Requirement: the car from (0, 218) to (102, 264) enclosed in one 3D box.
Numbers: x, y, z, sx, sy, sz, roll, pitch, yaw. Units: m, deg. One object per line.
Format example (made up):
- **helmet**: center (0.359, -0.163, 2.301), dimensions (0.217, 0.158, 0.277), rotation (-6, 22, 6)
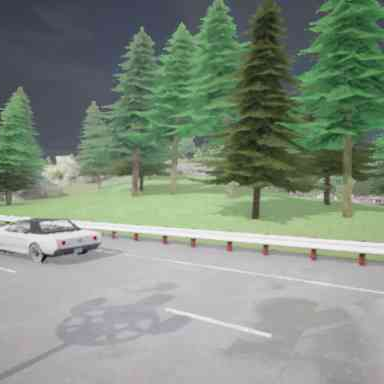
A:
- **car**: center (-5.472, 1.567, 11.725), dimensions (4.718, 1.301, 1.895), rotation (0, 0, 32)
